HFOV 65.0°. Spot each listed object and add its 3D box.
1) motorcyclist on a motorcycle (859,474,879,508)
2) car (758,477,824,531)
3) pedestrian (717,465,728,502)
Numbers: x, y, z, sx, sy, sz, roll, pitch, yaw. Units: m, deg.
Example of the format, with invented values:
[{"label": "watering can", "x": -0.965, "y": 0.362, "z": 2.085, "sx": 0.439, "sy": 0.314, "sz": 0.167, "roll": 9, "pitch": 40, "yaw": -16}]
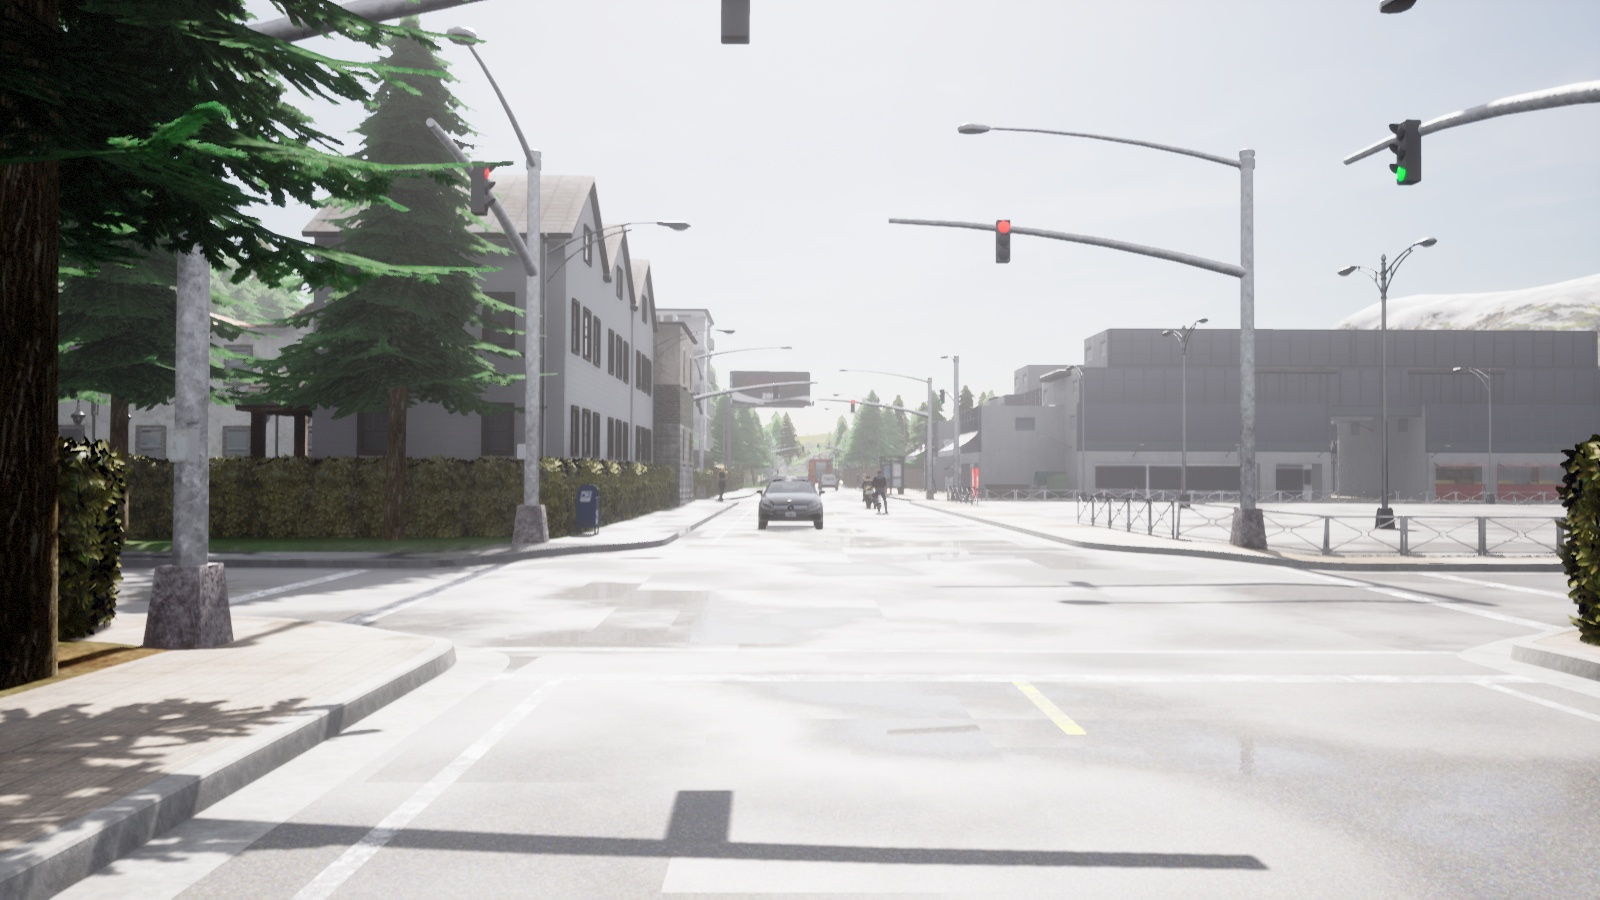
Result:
[{"label": "motorcyclist on a motorcycle", "x": 3.110, "y": 1.853, "z": 56.790, "sx": 0.797, "sy": 1.523, "sz": 2.044, "roll": 0, "pitch": -1, "yaw": 0}, {"label": "car", "x": -0.257, "y": 1.534, "z": 36.730, "sx": 1.812, "sy": 1.442, "sz": 4.674, "roll": 0, "pitch": -1, "yaw": 0}, {"label": "pedestrian", "x": -3.920, "y": 1.684, "z": 63.550, "sx": 0.345, "sy": 1.836, "sz": 0.594, "roll": -1, "pitch": -1, "yaw": 18}]
